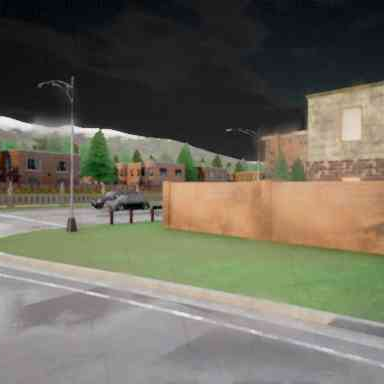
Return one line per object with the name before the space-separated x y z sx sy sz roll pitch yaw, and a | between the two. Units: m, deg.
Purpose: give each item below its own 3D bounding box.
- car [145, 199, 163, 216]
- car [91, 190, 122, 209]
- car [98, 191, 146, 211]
car | -1.310 1.374 28.216 1.895 1.301 4.718 1 1 41
car | -8.164 0.854 36.301 2.150 2.045 5.566 1 1 42
car | -6.461 1.029 32.949 2.097 1.767 4.553 1 1 42
